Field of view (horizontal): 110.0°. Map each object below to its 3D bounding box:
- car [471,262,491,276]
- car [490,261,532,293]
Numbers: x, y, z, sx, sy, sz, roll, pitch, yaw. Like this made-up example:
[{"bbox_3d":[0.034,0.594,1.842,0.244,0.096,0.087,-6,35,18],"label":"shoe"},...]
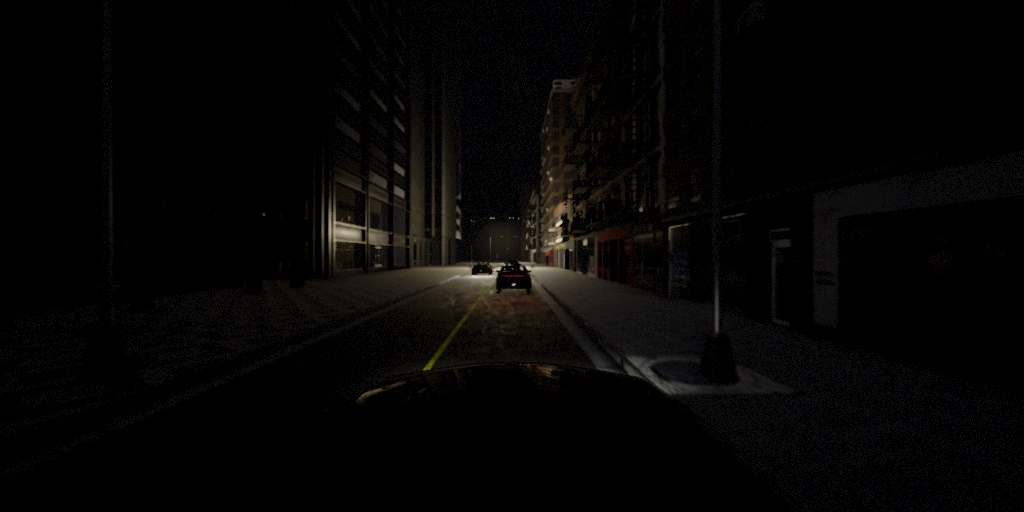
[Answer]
[{"bbox_3d":[-3.049,1.300,37.389,1.994,1.385,4.181,0,0,1],"label":"car"},{"bbox_3d":[0.092,1.227,20.495,2.128,1.511,4.902,0,0,0],"label":"car"}]
